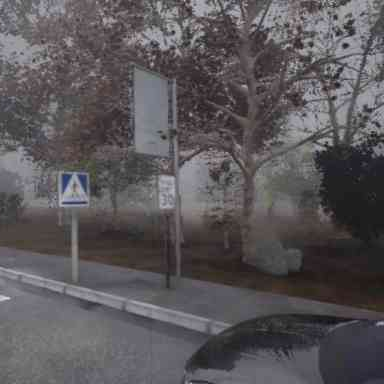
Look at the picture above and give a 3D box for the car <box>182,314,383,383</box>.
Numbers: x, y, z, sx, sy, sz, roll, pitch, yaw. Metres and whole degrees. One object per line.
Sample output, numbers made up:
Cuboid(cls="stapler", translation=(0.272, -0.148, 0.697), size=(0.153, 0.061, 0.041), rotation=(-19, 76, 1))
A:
Cuboid(cls="car", translation=(2.111, 1.500, 1.875), size=(4.902, 1.511, 2.128), rotation=(0, 0, 35))
